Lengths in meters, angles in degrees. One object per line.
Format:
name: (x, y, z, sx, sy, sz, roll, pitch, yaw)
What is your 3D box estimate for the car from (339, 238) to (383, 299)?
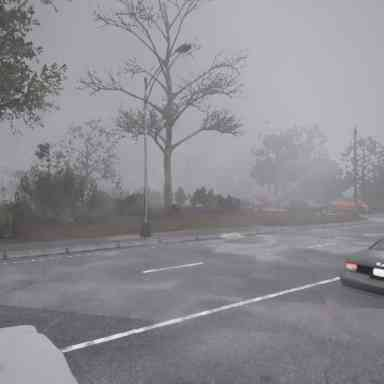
car: (5.589, 1.549, 7.598, 5.357, 1.411, 2.033, 0, 0, -34)

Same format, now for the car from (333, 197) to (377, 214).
car: (17.154, 1.356, 35.453, 2.097, 1.767, 4.553, 0, 0, -30)

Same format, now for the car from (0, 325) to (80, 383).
car: (-2.943, 1.601, 1.609, 4.718, 1.301, 1.895, 0, 0, -36)

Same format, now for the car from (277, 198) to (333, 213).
car: (12.343, 1.555, 36.782, 2.033, 1.411, 5.357, 0, 0, -29)

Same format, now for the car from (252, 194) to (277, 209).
car: (10.588, 1.264, 47.483, 2.150, 2.045, 5.566, 0, 0, -27)

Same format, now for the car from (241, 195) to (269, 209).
car: (7.789, 1.543, 45.345, 1.837, 1.490, 4.892, 0, 0, -27)
